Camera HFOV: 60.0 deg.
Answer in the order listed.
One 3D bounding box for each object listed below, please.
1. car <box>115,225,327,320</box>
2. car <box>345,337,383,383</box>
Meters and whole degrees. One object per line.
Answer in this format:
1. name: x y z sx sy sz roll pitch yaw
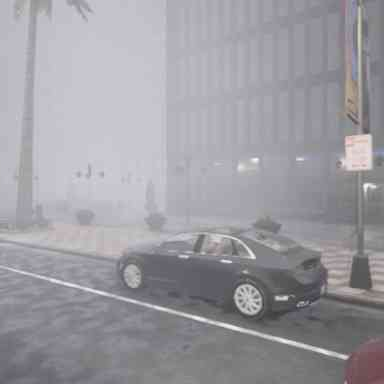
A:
1. car: 0.374 1.493 7.392 4.892 1.521 2.231 0 0 36
2. car: 3.284 1.519 1.649 4.674 1.442 1.812 0 0 35
